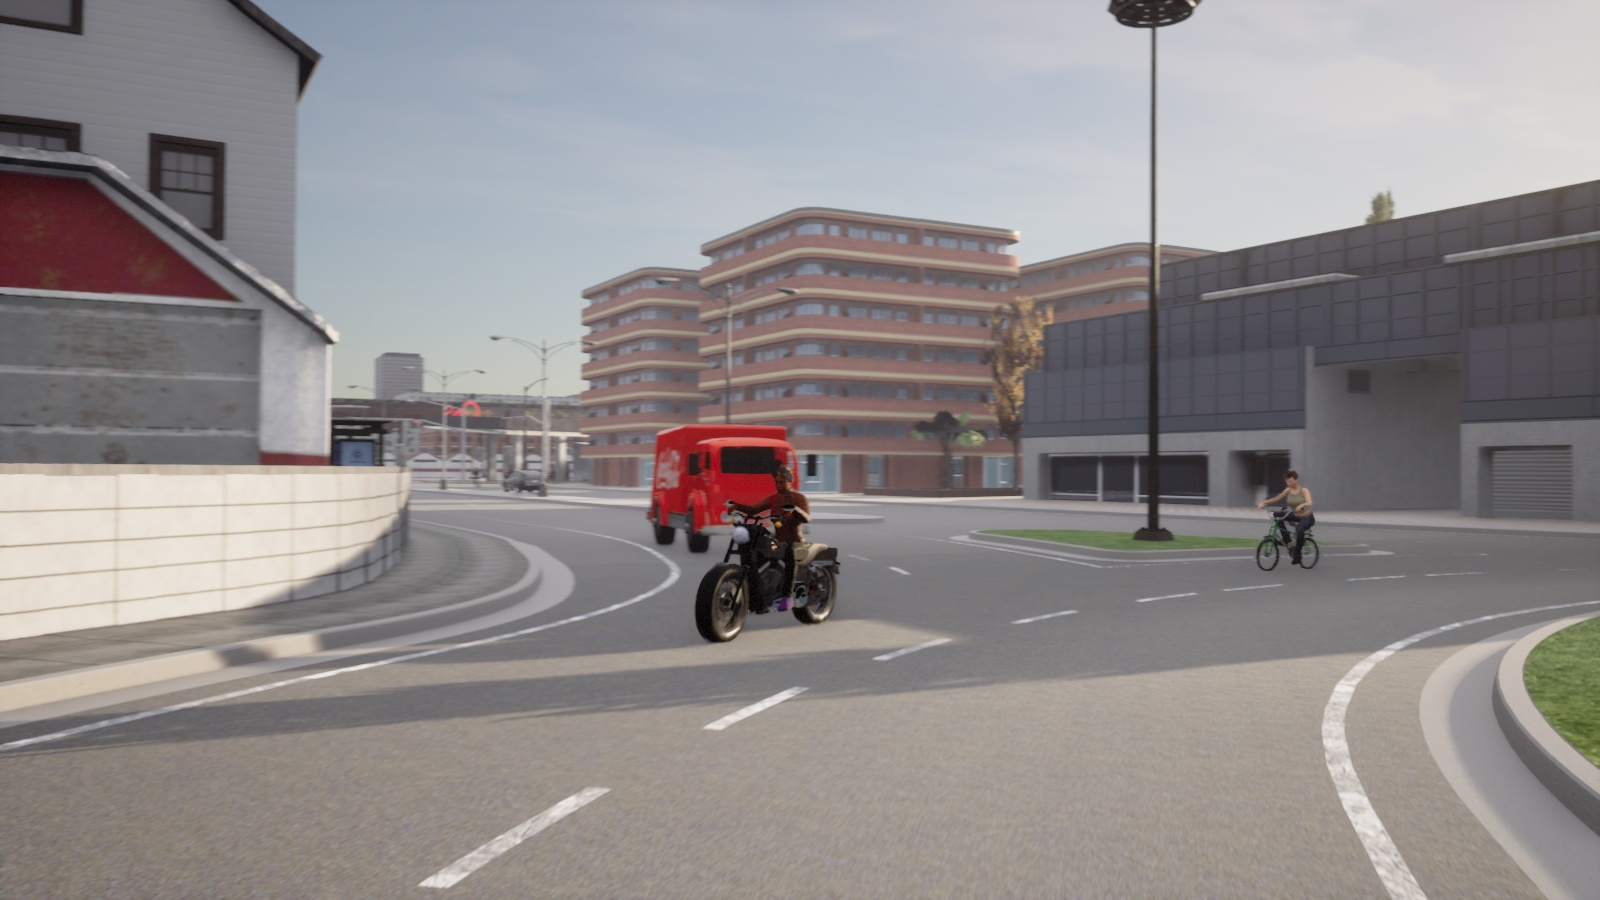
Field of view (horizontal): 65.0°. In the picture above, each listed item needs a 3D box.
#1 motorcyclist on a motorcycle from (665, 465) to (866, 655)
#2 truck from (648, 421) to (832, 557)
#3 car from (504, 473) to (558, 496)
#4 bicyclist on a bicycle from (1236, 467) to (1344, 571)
[{"bbox_3d":[-0.272,0.969,12.100,0.766,1.649,2.350,0,-1,32],"label":"motorcyclist on a motorcycle"},{"bbox_3d":[-1.379,0.763,25.694,2.627,2.467,5.204,0,-1,-16],"label":"truck"},{"bbox_3d":[-17.535,2.217,81.636,2.163,1.488,4.792,0,-1,-29],"label":"car"},{"bbox_3d":[7.916,1.079,20.298,1.509,1.612,0.866,1,0,-30],"label":"bicyclist on a bicycle"}]
